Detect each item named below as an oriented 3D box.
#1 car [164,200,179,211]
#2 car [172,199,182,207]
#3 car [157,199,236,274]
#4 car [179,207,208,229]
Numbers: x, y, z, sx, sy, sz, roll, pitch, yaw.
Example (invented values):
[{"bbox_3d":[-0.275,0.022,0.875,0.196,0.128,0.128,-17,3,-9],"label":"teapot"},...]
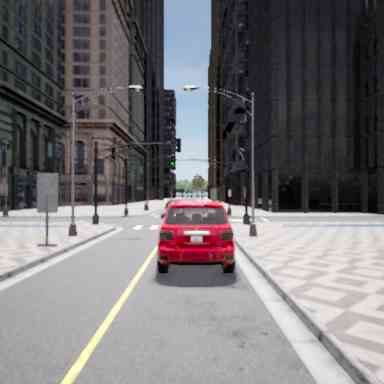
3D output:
[{"bbox_3d":[-3.070,1.988,50.423,1.837,1.490,4.892,0,0,0],"label":"car"},{"bbox_3d":[-2.988,2.164,66.171,1.812,1.442,4.674,0,0,0],"label":"car"},{"bbox_3d":[0.104,1.325,11.049,2.150,2.045,5.566,0,-1,0],"label":"car"},{"bbox_3d":[0.104,1.830,24.453,1.895,1.301,4.718,0,0,0],"label":"car"}]
